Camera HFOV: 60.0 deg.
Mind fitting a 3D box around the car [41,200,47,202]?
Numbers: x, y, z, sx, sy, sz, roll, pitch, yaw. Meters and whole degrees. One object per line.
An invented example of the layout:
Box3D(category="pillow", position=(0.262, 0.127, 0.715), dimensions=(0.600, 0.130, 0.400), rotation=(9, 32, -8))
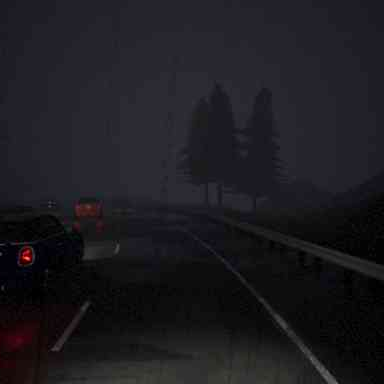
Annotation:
Box3D(category="car", position=(-9.394, 1.429, 17.832), dimensions=(1.837, 1.490, 4.892), rotation=(0, 0, -13))

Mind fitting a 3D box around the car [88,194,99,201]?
Box3D(category="car", position=(-21.075, 1.099, 70.855), dimensions=(1.812, 1.442, 4.674), rotation=(0, 0, -21))

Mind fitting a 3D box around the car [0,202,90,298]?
Box3D(category="car", position=(-4.227, 1.315, 8.457), dimensions=(2.097, 1.767, 4.553), rotation=(0, 0, -6))

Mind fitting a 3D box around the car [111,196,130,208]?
Box3D(category="car", position=(-9.267, 1.303, 42.998), dimensions=(1.812, 1.442, 4.674), rotation=(0, 0, -21))

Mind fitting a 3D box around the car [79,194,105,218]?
Box3D(category="car", position=(-8.653, 1.216, 27.718), dimensions=(2.097, 1.767, 4.553), rotation=(0, 0, -18))

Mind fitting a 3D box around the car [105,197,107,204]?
Box3D(category="car", position=(-15.700, 1.280, 56.766), dimensions=(1.994, 1.385, 4.181), rotation=(0, 0, -21))

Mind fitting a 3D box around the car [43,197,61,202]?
Box3D(category="car", position=(-15.683, 1.323, 36.938), dimensions=(2.128, 1.511, 4.902), rotation=(0, 0, -21))
